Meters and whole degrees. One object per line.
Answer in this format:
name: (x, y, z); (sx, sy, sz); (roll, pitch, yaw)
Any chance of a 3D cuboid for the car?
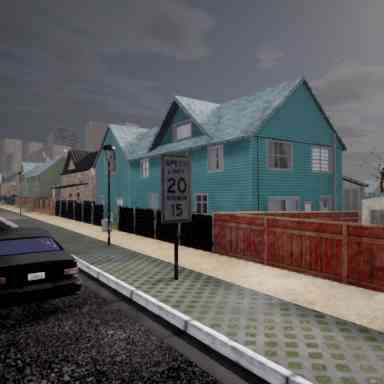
car: (-4.239, 1.551, 7.983); (2.033, 1.411, 5.357); (0, 0, -36)
